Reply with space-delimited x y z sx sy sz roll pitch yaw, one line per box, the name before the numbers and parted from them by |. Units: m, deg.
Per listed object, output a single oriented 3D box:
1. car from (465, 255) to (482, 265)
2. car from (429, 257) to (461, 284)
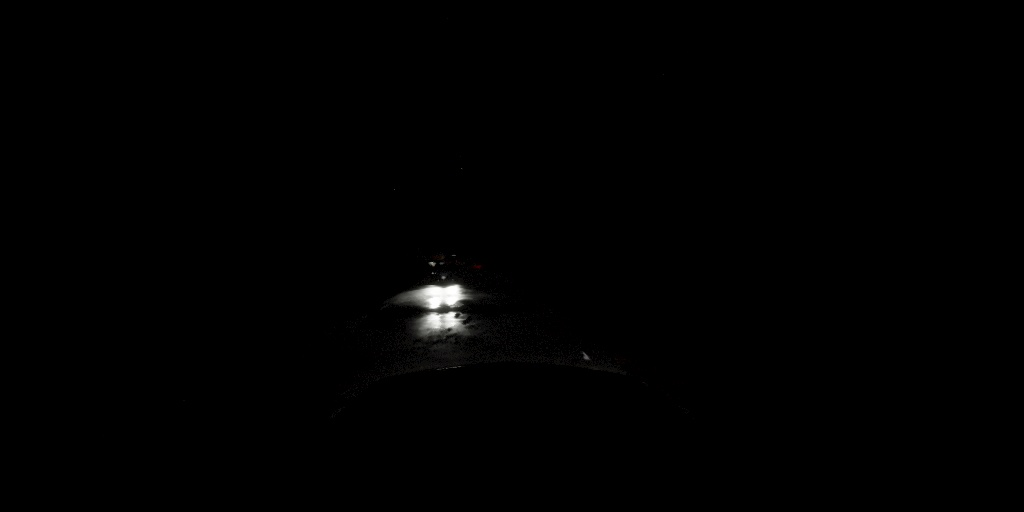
car | -5.609 0.523 52.280 1.837 1.490 4.892 -2 2 -15
car | -4.668 1.081 25.270 2.128 1.511 4.902 -1 1 -7
